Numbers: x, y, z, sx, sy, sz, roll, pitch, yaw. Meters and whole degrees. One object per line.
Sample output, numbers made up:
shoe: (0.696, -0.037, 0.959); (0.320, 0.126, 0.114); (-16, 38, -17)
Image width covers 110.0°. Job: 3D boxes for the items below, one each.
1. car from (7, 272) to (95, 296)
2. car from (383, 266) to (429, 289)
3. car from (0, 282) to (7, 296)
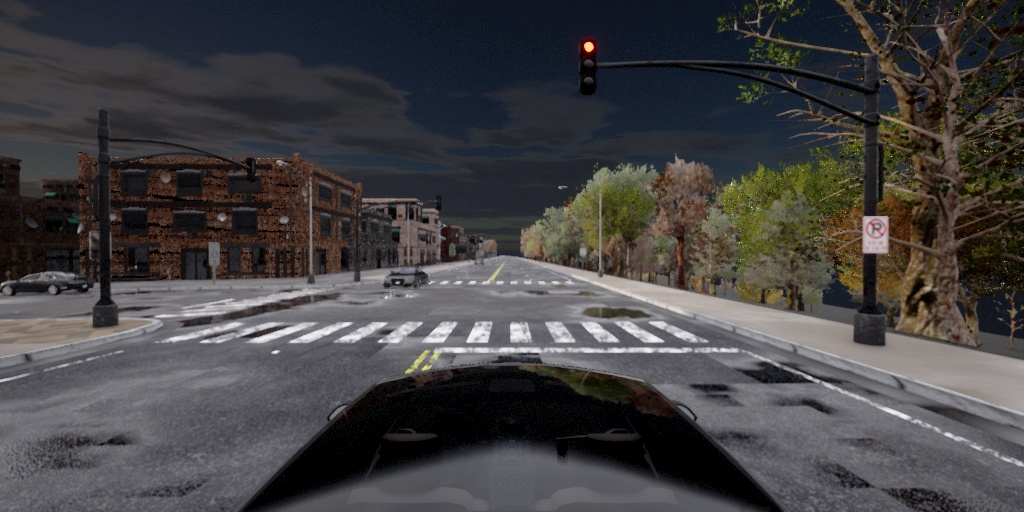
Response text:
car: (-28.387, 1.653, 21.960); (4.403, 1.370, 2.007); (0, 0, -1)
car: (-6.562, 1.336, 22.588); (1.994, 1.385, 4.181); (0, 0, 0)
car: (-22.653, 1.675, 13.457); (4.313, 1.339, 1.948); (0, 0, -1)
